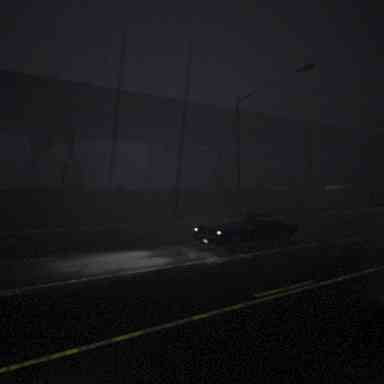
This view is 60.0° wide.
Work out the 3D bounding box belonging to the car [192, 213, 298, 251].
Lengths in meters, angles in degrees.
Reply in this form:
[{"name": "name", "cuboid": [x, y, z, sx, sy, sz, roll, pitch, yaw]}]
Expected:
[{"name": "car", "cuboid": [2.335, 1.605, 14.252, 4.718, 1.301, 1.895, 0, 0, -35]}]
